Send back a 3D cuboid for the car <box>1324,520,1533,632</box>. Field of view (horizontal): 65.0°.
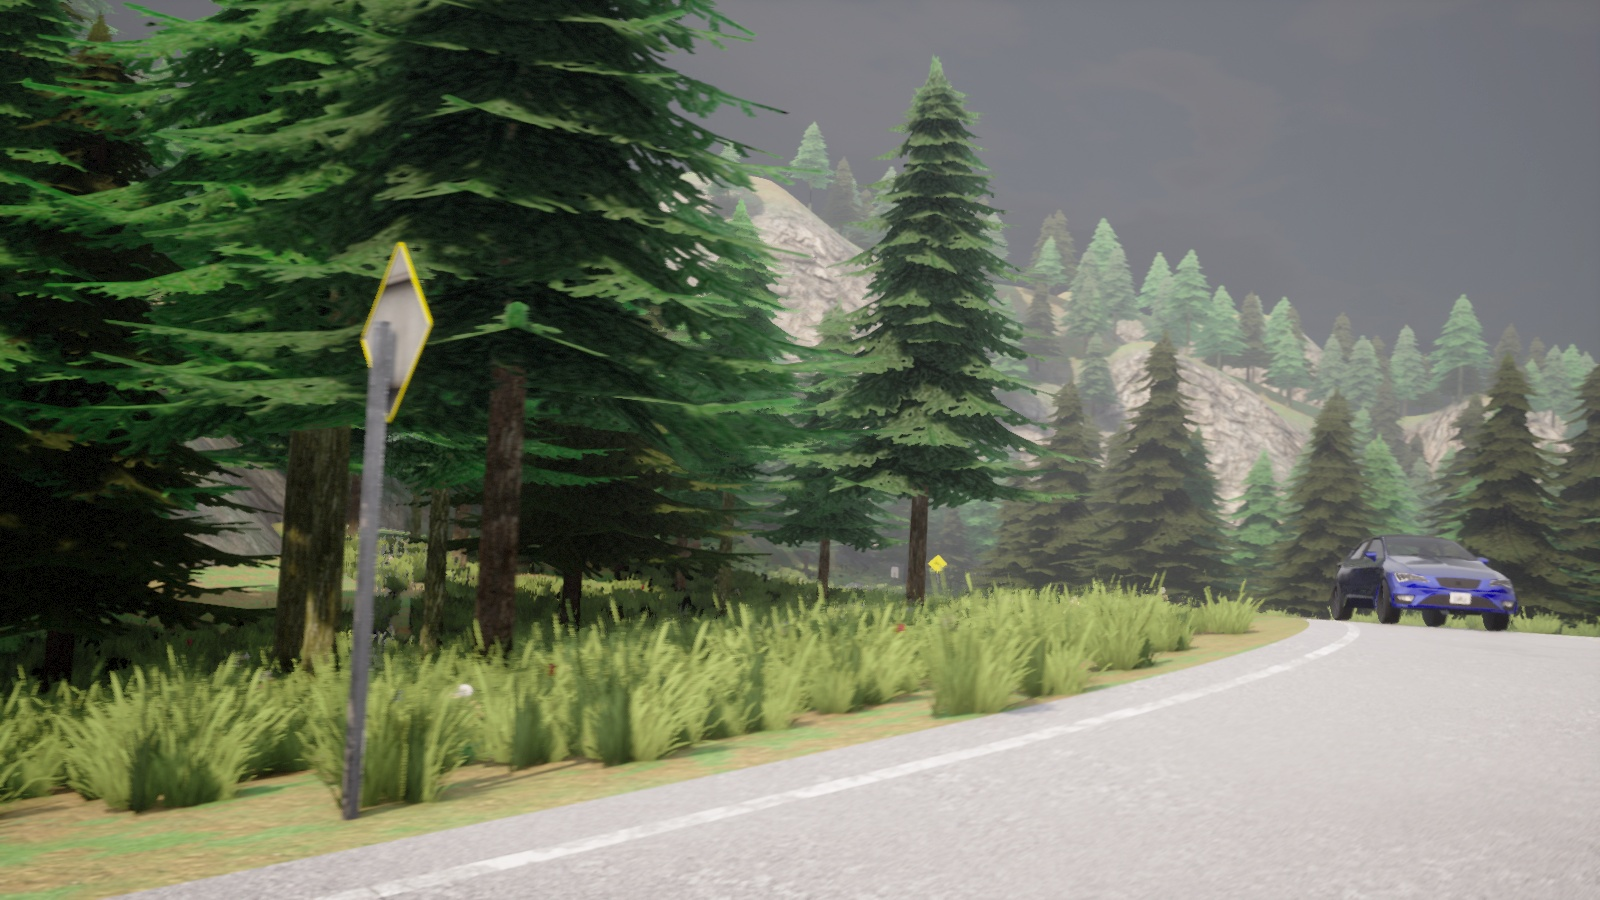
[{"bbox_3d":[9.810,2.025,19.955,1.816,1.474,4.193,2,-6,10],"label":"car"}]

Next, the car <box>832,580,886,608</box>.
[{"bbox_3d":[3.899,9.430,82.104,1.789,1.549,3.705,1,-8,34],"label":"car"}]
